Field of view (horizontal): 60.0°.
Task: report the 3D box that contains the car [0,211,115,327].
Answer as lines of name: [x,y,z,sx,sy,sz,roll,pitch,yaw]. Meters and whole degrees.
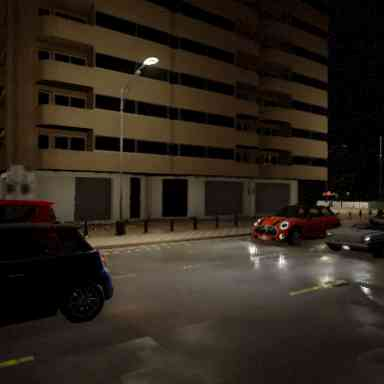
car: [-3.751,1.352,5.628,4.553,1.767,2.097,0,0,-35]

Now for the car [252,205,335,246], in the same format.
car: [5.014,1.428,15.703,4.553,1.767,2.097,1,0,-34]

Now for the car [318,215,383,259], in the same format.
car: [7.308,1.676,13.027,4.718,1.301,1.895,0,0,-34]

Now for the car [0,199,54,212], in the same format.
car: [-6.179,1.219,8.402,5.566,2.045,2.150,1,0,-30]
